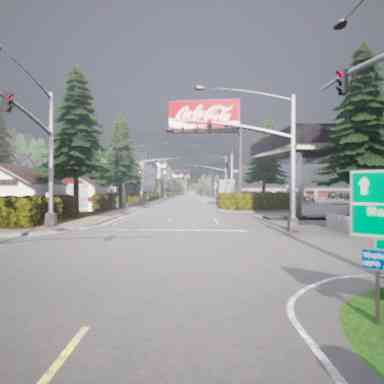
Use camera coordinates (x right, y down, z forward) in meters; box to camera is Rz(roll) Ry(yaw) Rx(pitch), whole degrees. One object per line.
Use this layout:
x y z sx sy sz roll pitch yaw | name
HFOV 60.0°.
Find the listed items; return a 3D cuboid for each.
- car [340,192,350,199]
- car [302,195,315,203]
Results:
34.953 1.228 72.666 2.007 1.523 4.514 0 0 0 | car
22.544 1.318 64.882 1.970 1.475 3.806 0 0 0 | car
